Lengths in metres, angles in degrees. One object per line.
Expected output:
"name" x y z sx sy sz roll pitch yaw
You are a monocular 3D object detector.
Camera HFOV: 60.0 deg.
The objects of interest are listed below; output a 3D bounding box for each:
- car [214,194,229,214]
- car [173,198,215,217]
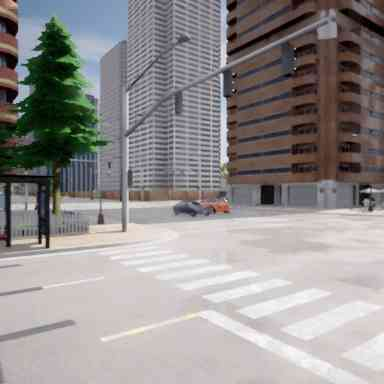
"car" 1.909 1.392 35.723 2.097 1.767 4.553 0 0 -35
"car" -0.144 1.568 32.286 1.812 1.442 4.674 0 0 -35
